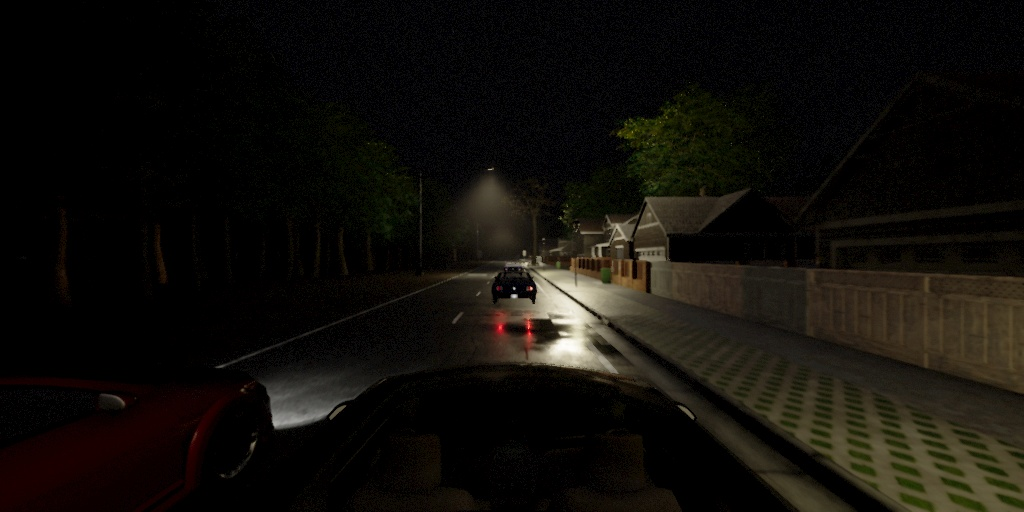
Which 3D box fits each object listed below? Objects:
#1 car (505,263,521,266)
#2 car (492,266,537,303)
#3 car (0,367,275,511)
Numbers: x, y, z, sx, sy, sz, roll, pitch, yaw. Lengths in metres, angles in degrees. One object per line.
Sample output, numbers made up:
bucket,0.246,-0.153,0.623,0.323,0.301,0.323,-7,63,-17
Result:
car,0.094,1.316,36.786,1.895,1.301,4.718,0,0,0
car,0.098,1.343,16.701,1.895,1.301,4.718,0,0,0
car,-3.398,1.314,1.908,1.994,1.385,4.181,0,0,0
